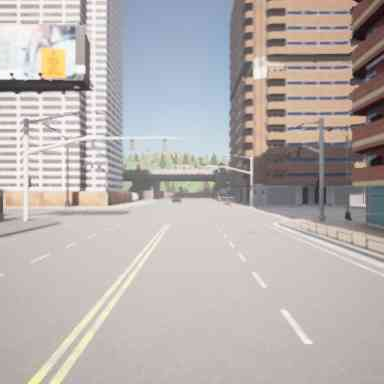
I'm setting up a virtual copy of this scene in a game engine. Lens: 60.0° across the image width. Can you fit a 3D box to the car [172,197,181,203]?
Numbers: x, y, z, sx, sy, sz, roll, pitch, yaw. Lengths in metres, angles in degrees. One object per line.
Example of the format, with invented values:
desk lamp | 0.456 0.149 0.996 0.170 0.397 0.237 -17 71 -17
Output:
car | -3.496 1.864 75.706 1.994 1.385 4.181 0 0 0
